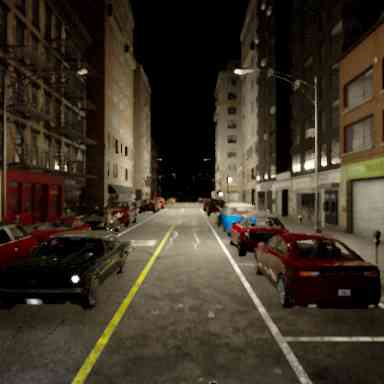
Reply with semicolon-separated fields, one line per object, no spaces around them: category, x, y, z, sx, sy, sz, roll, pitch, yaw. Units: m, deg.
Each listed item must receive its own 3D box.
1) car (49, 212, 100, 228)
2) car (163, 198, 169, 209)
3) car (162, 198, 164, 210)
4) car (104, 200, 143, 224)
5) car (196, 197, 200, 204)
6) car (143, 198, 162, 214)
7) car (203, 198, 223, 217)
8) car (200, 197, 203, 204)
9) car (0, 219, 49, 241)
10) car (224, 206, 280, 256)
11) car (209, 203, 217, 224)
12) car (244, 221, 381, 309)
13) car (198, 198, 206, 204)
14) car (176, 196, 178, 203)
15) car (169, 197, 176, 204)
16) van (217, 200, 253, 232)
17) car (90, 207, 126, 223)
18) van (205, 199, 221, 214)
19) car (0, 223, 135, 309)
car;-5.396;1.721;13.667;1.802;1.307;4.206;0;-1;0
car;-5.411;1.848;53.416;2.192;1.841;5.009;0;-1;0
car;-5.409;2.001;47.565;1.752;1.417;4.829;0;-1;0
car;-5.400;1.568;25.025;2.192;1.841;5.009;0;-1;0
car;2.621;2.348;80.421;2.008;1.369;4.403;0;-1;0
car;-5.406;1.736;42.060;2.192;1.841;5.009;0;-1;0
car;2.631;1.681;36.380;2.192;1.841;5.009;0;-1;0
car;2.629;1.792;47.738;2.192;1.841;5.009;0;-1;0
car;-5.394;1.522;7.990;1.967;1.590;4.097;0;-1;0
car;2.636;1.579;13.665;1.967;1.590;4.097;0;-1;0
car;2.634;1.804;25.021;2.008;1.369;4.403;0;-1;0
car;2.637;1.627;7.986;1.887;1.381;4.507;0;-1;0
car;2.619;2.456;91.384;2.008;1.369;4.403;0;-1;0
car;-5.430;2.429;91.213;1.752;1.417;4.829;0;-1;0
car;-5.432;2.321;80.250;1.752;1.417;4.829;0;-1;0
van;2.635;1.537;19.344;1.690;1.788;3.998;0;-1;0
car;-5.398;1.762;19.345;1.947;1.339;4.313;0;-1;0
van;2.630;1.763;42.059;1.690;1.788;3.998;0;-1;0
car;-2.840;1.685;8.190;1.895;1.301;4.718;0;-1;0
